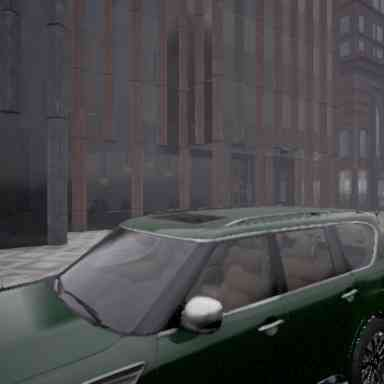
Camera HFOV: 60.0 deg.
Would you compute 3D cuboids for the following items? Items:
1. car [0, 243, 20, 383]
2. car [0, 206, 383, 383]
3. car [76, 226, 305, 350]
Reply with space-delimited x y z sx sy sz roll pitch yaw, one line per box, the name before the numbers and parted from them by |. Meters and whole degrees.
car | -4.459 1.545 3.463 4.507 1.381 1.887 0 0 -36
car | 0.092 1.221 3.448 5.566 2.045 2.150 0 0 -36
car | 0.122 1.566 6.747 4.313 1.339 1.947 0 0 -36
